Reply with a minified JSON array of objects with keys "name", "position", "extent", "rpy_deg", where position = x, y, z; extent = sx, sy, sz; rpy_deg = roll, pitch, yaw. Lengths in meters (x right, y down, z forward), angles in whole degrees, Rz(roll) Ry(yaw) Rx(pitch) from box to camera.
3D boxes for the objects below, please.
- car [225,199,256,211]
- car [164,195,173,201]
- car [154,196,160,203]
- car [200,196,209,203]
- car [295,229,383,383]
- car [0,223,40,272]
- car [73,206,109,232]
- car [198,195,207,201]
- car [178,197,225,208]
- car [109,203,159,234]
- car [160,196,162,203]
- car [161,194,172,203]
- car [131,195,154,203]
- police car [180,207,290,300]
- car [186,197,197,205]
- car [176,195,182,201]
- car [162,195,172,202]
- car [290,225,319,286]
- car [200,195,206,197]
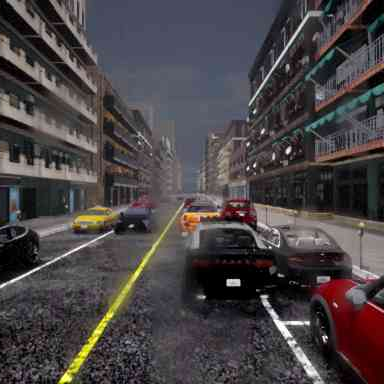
[{"name":"car","position":[2.660,1.313,20.230],"extent":[2.192,1.841,5.009],"rpy_deg":[0,0,0]},{"name":"car","position":[-5.827,1.522,82.220],"extent":[1.887,1.381,4.507],"rpy_deg":[0,0,0]},{"name":"car","position":[-5.759,1.308,42.765],"extent":[2.192,1.841,5.009],"rpy_deg":[0,0,0]},{"name":"car","position":[2.572,1.507,71.127],"extent":[1.752,1.417,4.829],"rpy_deg":[0,0,0]},{"name":"car","position":[2.688,1.440,3.321],"extent":[1.967,1.590,4.097],"rpy_deg":[0,0,0]},{"name":"car","position":[-5.703,1.566,8.945],"extent":[1.947,1.339,4.313],"rpy_deg":[0,0,0]},{"name":"car","position":[-5.722,1.524,20.049],"extent":[1.752,1.417,4.829],"rpy_deg":[0,0,0]},{"name":"car","position":[2.553,1.522,82.230],"extent":[1.887,1.381,4.507],"rpy_deg":[0,0,0]},{"name":"car","position":[0.586,1.354,18.487],"extent":[2.097,1.767,4.553],"rpy_deg":[0,0,4]},{"name":"car","position":[-3.131,1.563,19.154],"extent":[1.994,1.385,4.181],"rpy_deg":[0,0,0]},{"name":"car","position":[-5.770,1.573,48.402],"extent":[1.802,1.307,4.206],"rpy_deg":[0,0,0]},{"name":"car","position":[-5.807,1.297,70.947],"extent":[2.192,1.841,5.009],"rpy_deg":[0,0,0]},{"name":"car","position":[-5.751,1.435,37.129],"extent":[1.967,1.590,4.097],"rpy_deg":[0,0,0]},{"name":"police car","position":[0.749,1.424,8.566],"extent":[1.930,1.638,5.238],"rpy_deg":[0,0,0]},{"name":"car","position":[-0.099,1.588,59.031],"extent":[1.895,1.301,4.718],"rpy_deg":[0,0,0]},{"name":"car","position":[-3.149,1.522,87.764],"extent":[2.033,1.411,5.357],"rpy_deg":[0,0,0]},{"name":"car","position":[-5.818,1.420,76.583],"extent":[1.967,1.590,4.097],"rpy_deg":[0,0,0]},{"name":"car","position":[2.678,1.551,8.957],"extent":[2.008,1.369,4.403],"rpy_deg":[0,0,0]},{"name":"car","position":[0.815,1.351,24.426],"extent":[2.097,1.767,4.553],"rpy_deg":[0,0,0]}]
